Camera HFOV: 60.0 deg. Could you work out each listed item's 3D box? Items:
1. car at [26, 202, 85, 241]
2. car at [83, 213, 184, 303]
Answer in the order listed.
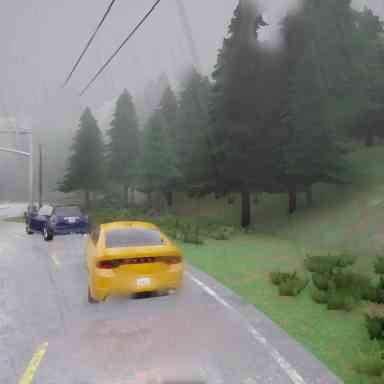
[{"bbox_3d":[-6.928,1.352,17.052,2.097,1.767,4.553,0,0,-40],"label":"car"},{"bbox_3d":[-1.665,1.478,8.400,1.882,1.535,5.008,0,0,-18],"label":"car"}]
